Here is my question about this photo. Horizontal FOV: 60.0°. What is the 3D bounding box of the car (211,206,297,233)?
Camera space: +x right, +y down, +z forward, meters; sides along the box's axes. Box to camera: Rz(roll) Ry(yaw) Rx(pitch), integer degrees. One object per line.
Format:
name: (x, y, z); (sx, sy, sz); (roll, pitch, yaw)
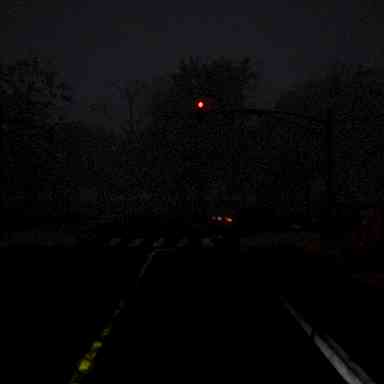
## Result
car: (3.705, 1.539, 19.597); (5.357, 1.411, 2.033); (0, 0, -32)
